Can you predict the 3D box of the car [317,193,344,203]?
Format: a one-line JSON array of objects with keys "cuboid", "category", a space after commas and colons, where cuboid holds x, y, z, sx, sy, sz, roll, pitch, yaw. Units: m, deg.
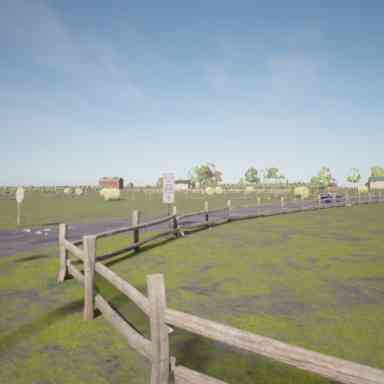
[{"cuboid": [19.402, 0.793, 46.653, 4.718, 1.301, 1.895, -1, 1, -44], "category": "car"}]
